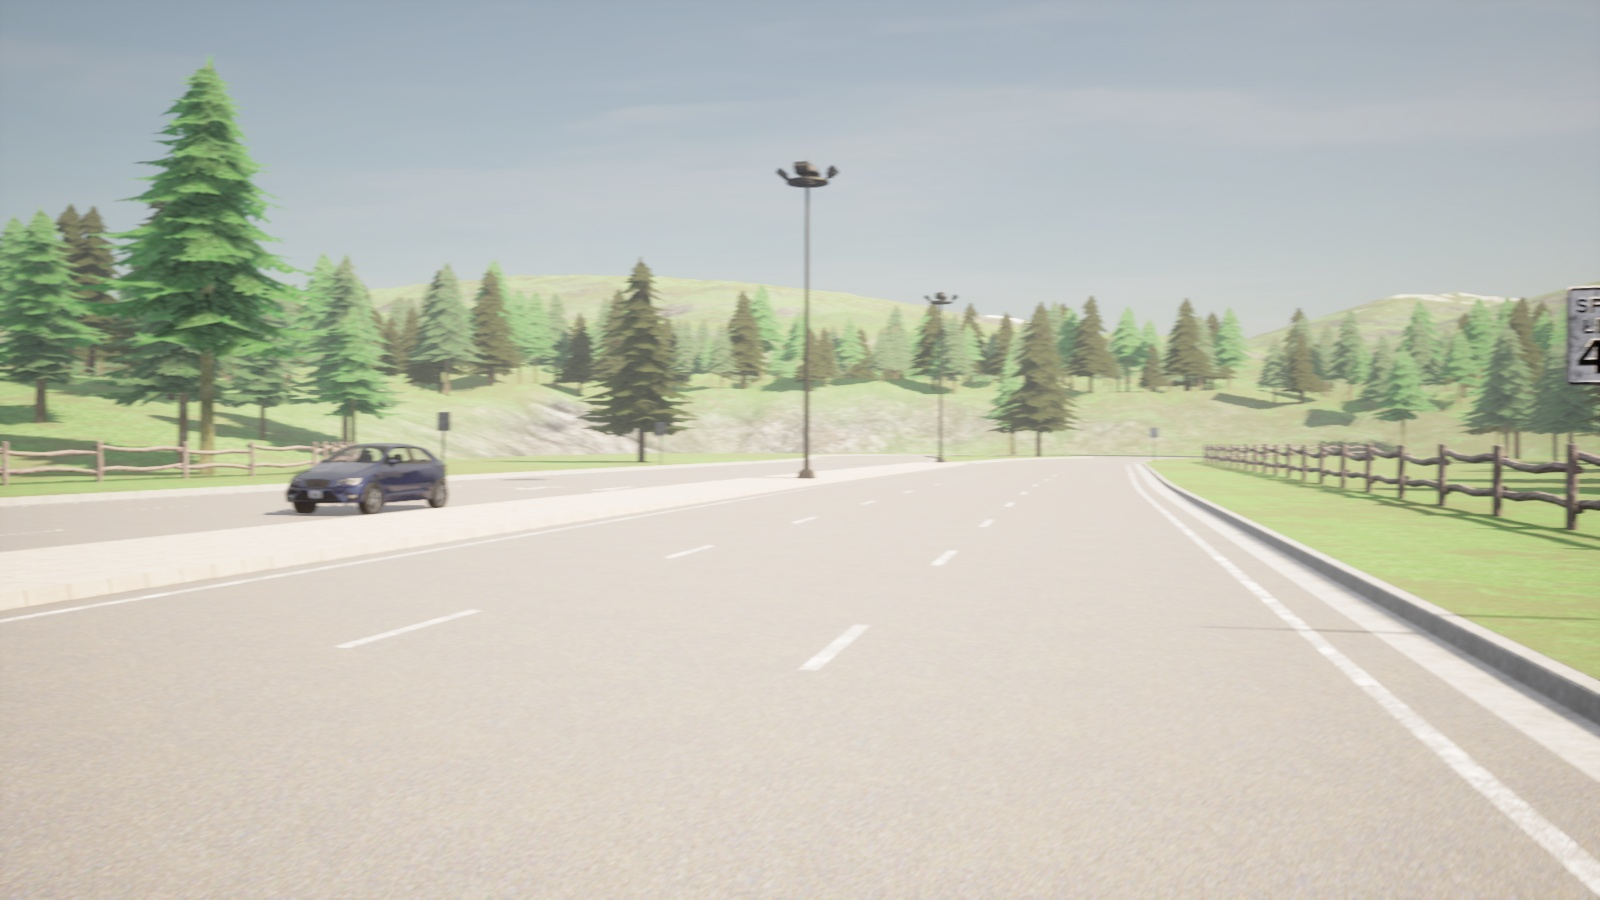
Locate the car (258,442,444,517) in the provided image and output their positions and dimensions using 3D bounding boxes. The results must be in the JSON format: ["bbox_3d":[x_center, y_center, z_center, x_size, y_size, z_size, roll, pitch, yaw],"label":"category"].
[{"bbox_3d":[-9.492,0.577,26.956,1.816,1.474,4.193,0,0,12],"label":"car"}]
